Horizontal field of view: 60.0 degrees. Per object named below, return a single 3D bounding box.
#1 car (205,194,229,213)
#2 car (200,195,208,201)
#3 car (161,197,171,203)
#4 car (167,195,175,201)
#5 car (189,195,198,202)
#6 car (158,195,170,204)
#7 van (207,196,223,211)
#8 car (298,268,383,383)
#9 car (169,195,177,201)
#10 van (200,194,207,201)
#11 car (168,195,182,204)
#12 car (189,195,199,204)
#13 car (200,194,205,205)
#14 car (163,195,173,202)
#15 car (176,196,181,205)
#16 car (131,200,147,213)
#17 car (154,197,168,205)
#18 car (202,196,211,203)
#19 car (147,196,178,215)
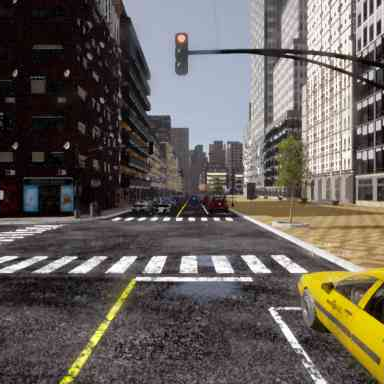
[{"bbox_3d":[2.847,1.327,36.375,2.192,1.841,5.009,0,0,0],"label":"car"},{"bbox_3d":[3.072,1.613,86.284,1.752,1.417,4.829,0,0,0],"label":"car"},{"bbox_3d":[-5.384,1.639,69.572,1.802,1.307,4.206,0,0,0],"label":"car"},{"bbox_3d":[-5.310,1.613,85.982,1.752,1.417,4.829,0,0,0],"label":"car"},{"bbox_3d":[0.346,1.569,76.579,1.837,1.490,4.892,0,0,0],"label":"car"},{"bbox_3d":[-5.409,1.488,64.045,1.967,1.590,4.097,0,0,0],"label":"car"},{"bbox_3d":[2.872,1.358,41.901,1.690,1.788,3.998,0,0,0],"label":"van"},{"bbox_3d":[2.704,1.525,4.133,1.752,1.417,4.829,0,0,0],"label":"car"},{"bbox_3d":[-5.285,1.644,91.677,1.887,1.381,4.507,0,0,0],"label":"car"},{"bbox_3d":[3.094,1.441,91.640,1.690,1.788,3.998,0,0,0],"label":"van"},{"bbox_3d":[-2.825,1.515,57.685,1.882,1.535,5.008,0,0,1],"label":"car"},{"bbox_3d":[0.398,1.404,66.684,2.097,1.767,4.553,0,0,0],"label":"car"},{"bbox_3d":[2.946,1.354,58.481,2.192,1.841,5.009,0,0,0],"label":"car"},{"bbox_3d":[-5.360,1.507,75.098,1.967,1.590,4.097,0,0,0],"label":"car"},{"bbox_3d":[-2.902,1.567,44.740,2.033,1.411,5.357,0,0,0],"label":"car"},{"bbox_3d":[-5.531,1.563,36.412,2.008,1.369,4.403,0,0,0],"label":"car"},{"bbox_3d":[-5.433,1.584,58.518,1.887,1.381,4.507,0,0,0],"label":"car"},{"bbox_3d":[2.996,1.602,69.534,1.887,1.381,4.507,0,0,0],"label":"car"},{"bbox_3d":[-2.947,1.502,34.273,2.128,1.511,4.902,0,0,0],"label":"car"}]
